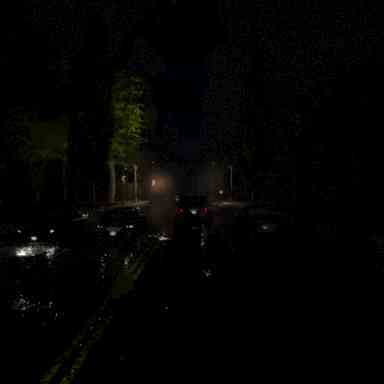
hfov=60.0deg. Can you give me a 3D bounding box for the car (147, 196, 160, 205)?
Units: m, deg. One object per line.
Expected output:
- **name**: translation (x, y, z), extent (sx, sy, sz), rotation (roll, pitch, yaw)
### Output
- **car**: translation (-6.557, 1.521, 57.543), extent (1.837, 1.490, 4.892), rotation (0, 0, 0)

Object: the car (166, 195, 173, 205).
- **car**: translation (-3.306, 1.369, 57.651), extent (2.097, 1.767, 4.553), rotation (0, 0, 0)

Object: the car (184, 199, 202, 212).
- **car**: translation (0.101, 1.561, 38.969), extent (1.994, 1.385, 4.181), rotation (0, 0, 0)

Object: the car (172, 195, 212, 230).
- **car**: translation (0.100, 1.230, 21.398), extent (2.150, 2.045, 5.566), rotation (0, 0, 0)

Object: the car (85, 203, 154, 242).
- **car**: translation (-3.350, 1.500, 16.538), extent (2.128, 1.511, 4.902), rotation (0, 0, 0)

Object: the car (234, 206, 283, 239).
- **car**: translation (3.351, 1.487, 17.506), extent (1.882, 1.535, 5.008), rotation (0, 0, 0)

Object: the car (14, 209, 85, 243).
- **car**: translation (-6.601, 1.556, 16.547), extent (2.033, 1.411, 5.357), rotation (0, 0, 0)
